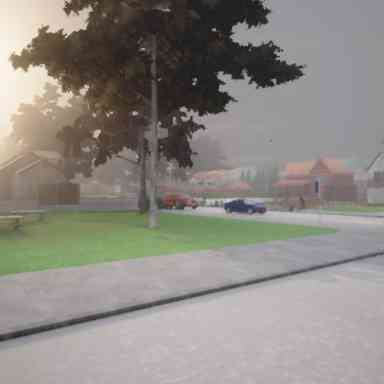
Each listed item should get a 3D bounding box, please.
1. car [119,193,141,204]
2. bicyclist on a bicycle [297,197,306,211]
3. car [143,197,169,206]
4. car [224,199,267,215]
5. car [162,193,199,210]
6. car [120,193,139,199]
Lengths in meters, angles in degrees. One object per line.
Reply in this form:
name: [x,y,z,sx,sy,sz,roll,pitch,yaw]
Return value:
car: [-12.478,1.208,66.123,2.150,2.045,5.566,0,0,-36]
bicyclist on a bicycle: [12.620,1.334,38.259,1.656,1.620,0.582,0,0,-36]
car: [-6.288,1.534,57.474,2.033,1.411,5.357,0,0,-35]
car: [5.397,1.467,33.924,1.882,1.535,5.008,0,0,-36]
car: [-1.415,1.212,43.444,2.150,2.045,5.566,0,0,-36]
car: [-10.690,1.338,56.570,2.097,1.767,4.553,0,0,-35]
